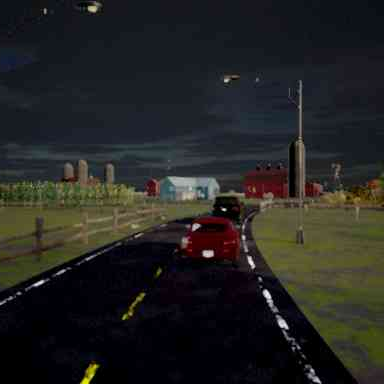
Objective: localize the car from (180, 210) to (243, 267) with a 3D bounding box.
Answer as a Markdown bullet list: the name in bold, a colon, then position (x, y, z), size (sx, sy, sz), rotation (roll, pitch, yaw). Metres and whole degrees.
- **car**: position (0.705, 1.575, 11.588), size (1.812, 1.442, 4.674), rotation (0, -1, 7)

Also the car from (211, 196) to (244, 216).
- **car**: position (2.785, 1.338, 25.885), size (2.150, 2.045, 5.566), rotation (0, 0, 12)

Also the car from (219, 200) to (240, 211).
- **car**: position (5.174, 1.811, 45.589), size (1.895, 1.301, 4.718), rotation (0, 0, 19)
